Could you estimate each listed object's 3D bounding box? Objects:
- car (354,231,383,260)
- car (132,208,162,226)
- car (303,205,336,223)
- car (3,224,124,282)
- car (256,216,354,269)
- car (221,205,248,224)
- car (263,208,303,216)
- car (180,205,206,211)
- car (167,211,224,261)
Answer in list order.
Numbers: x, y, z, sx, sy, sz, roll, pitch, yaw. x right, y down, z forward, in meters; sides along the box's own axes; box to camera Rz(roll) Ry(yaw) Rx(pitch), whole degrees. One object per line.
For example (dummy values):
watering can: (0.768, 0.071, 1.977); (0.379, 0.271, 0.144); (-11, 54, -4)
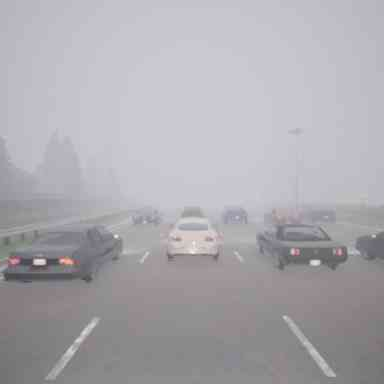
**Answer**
car: (7.020, 1.685, 10.137); (2.033, 1.411, 5.357); (0, -1, 0)
car: (-3.466, 1.956, 26.695); (1.895, 1.301, 4.718); (0, -1, 1)
car: (10.548, 1.859, 28.510); (1.882, 1.535, 5.008); (0, 0, 0)
car: (-3.480, 1.683, 10.138); (2.033, 1.411, 5.357); (0, -1, 0)
car: (3.537, 1.758, 11.706); (1.895, 1.301, 4.718); (0, -1, 1)
car: (3.549, 1.857, 28.499); (1.882, 1.535, 5.008); (0, 0, 0)
car: (7.034, 1.958, 26.705); (1.895, 1.301, 4.718); (0, -1, 1)
car: (0.041, 1.870, 27.343); (1.837, 1.490, 4.892); (0, 0, 1)
car: (0.050, 1.699, 12.984); (1.812, 1.442, 4.674); (0, -1, 0)
